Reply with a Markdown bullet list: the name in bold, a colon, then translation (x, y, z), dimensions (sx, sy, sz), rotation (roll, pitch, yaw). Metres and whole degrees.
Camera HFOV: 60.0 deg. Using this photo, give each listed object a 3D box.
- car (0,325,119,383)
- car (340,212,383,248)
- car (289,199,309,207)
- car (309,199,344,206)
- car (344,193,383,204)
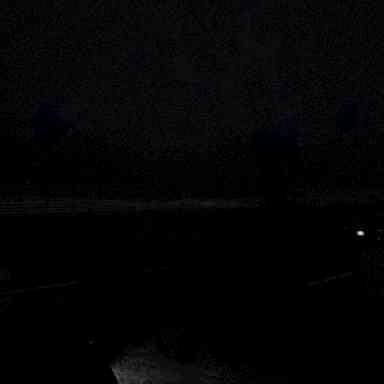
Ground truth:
- **car**: translation (-2.486, 1.566, 1.973), dimensions (4.181, 1.385, 1.994), rotation (0, 0, -35)
- **car**: translation (8.021, 1.535, 13.766), dimensions (4.181, 1.385, 1.994), rotation (0, 0, -35)
- **car**: translation (13.814, 1.482, 39.535), dimensions (5.357, 1.411, 2.033), rotation (0, 0, -35)
- **car**: translation (15.262, 1.537, 36.279), dimensions (4.718, 1.301, 1.895), rotation (0, 0, -35)
- **car**: translation (18.521, 1.160, 34.289), dimensions (5.566, 2.045, 2.150), rotation (0, 0, -35)
